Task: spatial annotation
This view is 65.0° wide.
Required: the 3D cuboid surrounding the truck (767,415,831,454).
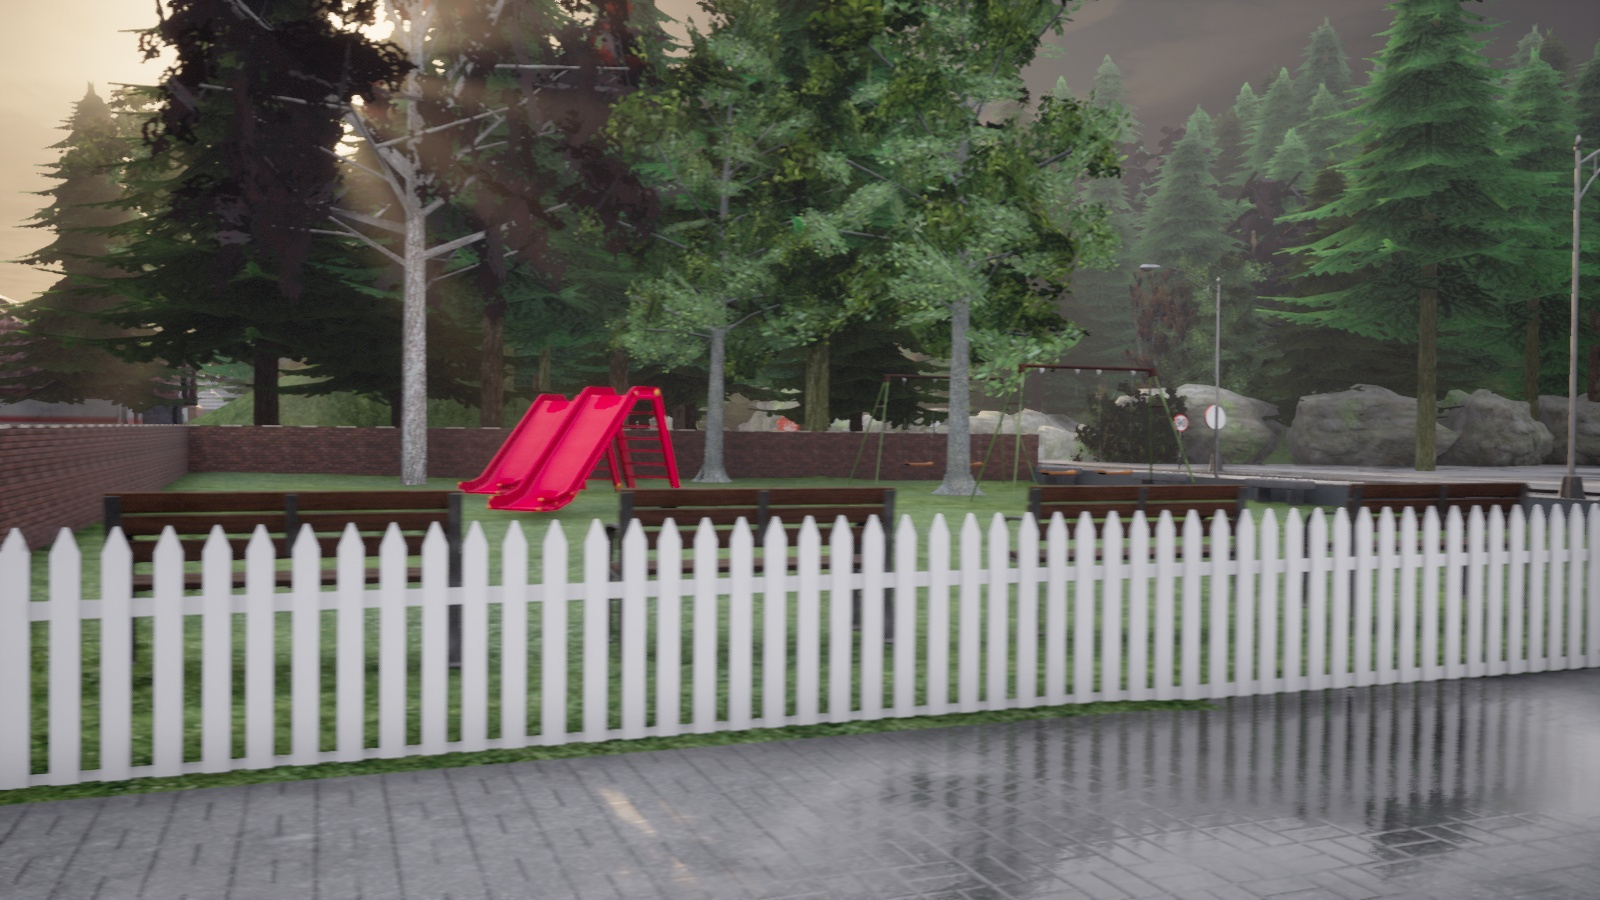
[{"bbox_3d":[-0.122,-1.052,84.168,2.627,2.467,5.204,-1,1,-21],"label":"truck"}]
